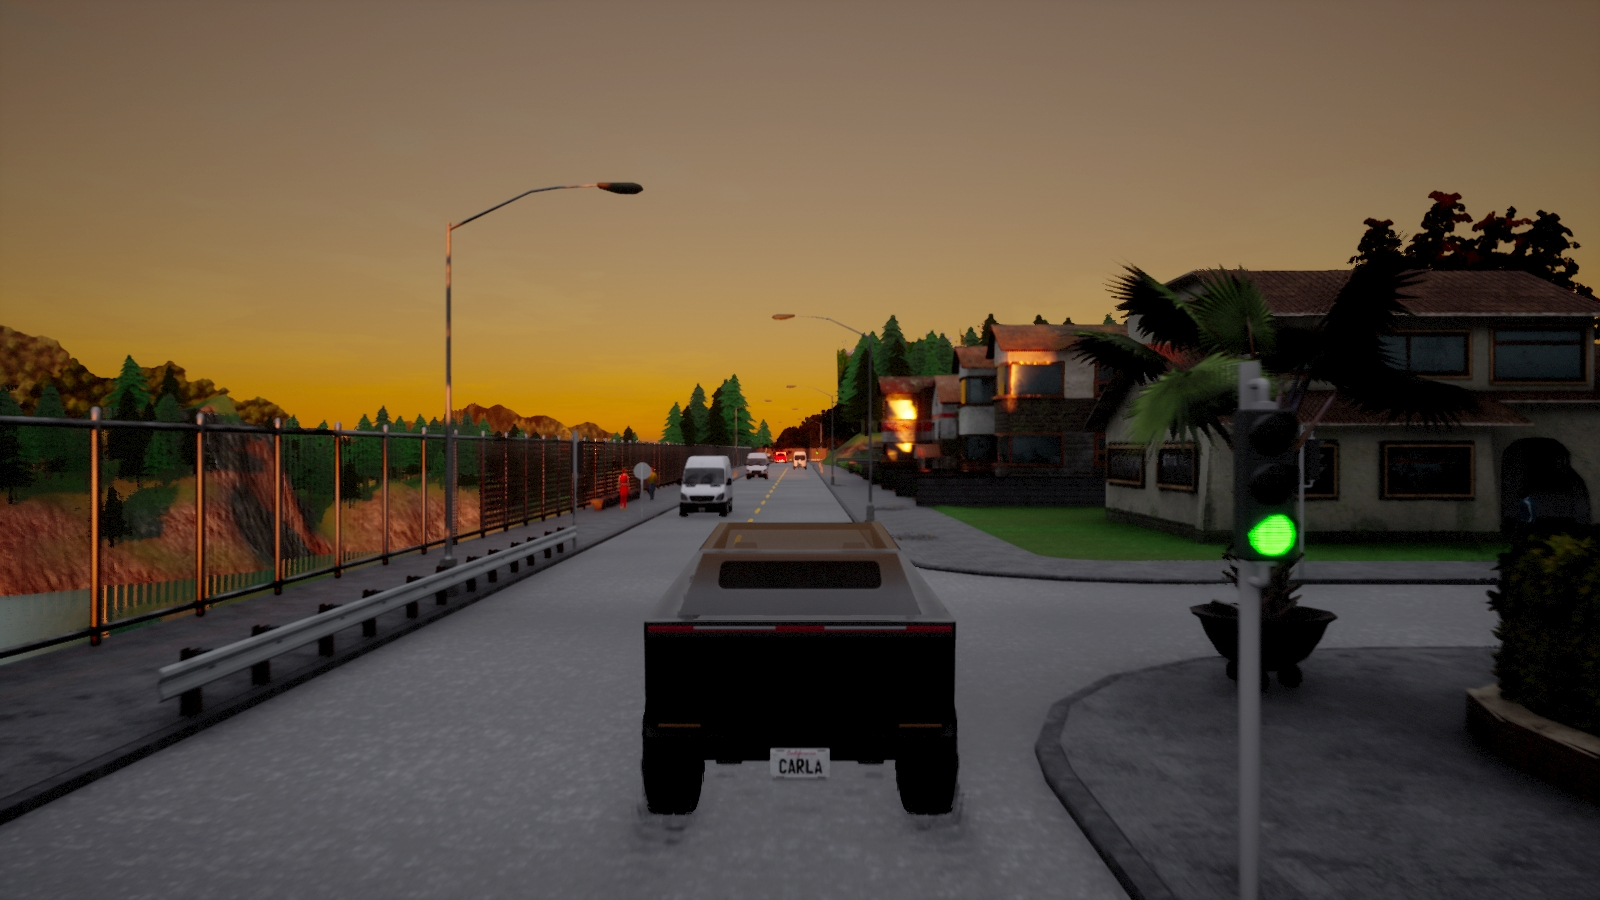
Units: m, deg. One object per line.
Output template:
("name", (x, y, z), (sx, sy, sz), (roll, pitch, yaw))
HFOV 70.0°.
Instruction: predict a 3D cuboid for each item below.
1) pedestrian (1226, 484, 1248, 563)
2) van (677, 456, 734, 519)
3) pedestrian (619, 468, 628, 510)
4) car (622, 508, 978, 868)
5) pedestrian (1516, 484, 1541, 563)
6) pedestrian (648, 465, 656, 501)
("pedestrian", (10.392, 1.738, 27.190), (0.375, 1.860, 0.375), (0, 0, 0))
("van", (-3.998, 1.538, 49.421), (1.988, 2.561, 5.915), (0, 0, 0))
("pedestrian", (-7.874, 1.749, 51.037), (0.375, 1.860, 0.375), (0, 0, -5))
("car", (0.000, 1.754, 10.791), (2.390, 2.098, 6.274), (0, 0, 0))
("pedestrian", (17.295, 1.740, 27.127), (0.375, 1.860, 0.375), (0, 0, 1))
("pedestrian", (-7.850, 1.752, 60.613), (0.375, 1.860, 0.375), (0, 0, -1))
